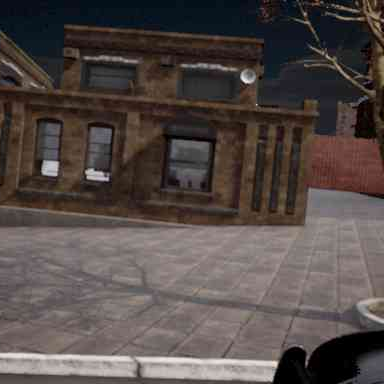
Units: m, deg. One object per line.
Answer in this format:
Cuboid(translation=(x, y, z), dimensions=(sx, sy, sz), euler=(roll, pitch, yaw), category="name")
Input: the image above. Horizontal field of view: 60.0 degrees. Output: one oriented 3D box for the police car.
Cuboid(translation=(3.219, 1.432, 2.203), dimensions=(5.238, 1.638, 1.930), euler=(0, 0, 3), category="police car")
